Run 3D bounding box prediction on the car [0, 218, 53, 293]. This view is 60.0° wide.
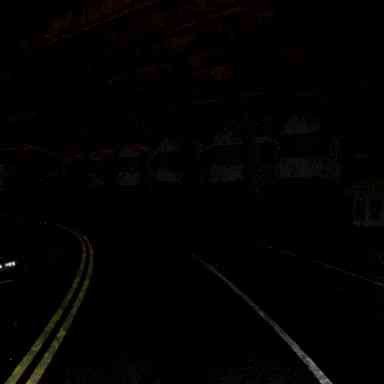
[{"bbox_3d":[-4.917,1.492,8.688,2.128,1.511,4.902,0,0,-14],"label":"car"}]
